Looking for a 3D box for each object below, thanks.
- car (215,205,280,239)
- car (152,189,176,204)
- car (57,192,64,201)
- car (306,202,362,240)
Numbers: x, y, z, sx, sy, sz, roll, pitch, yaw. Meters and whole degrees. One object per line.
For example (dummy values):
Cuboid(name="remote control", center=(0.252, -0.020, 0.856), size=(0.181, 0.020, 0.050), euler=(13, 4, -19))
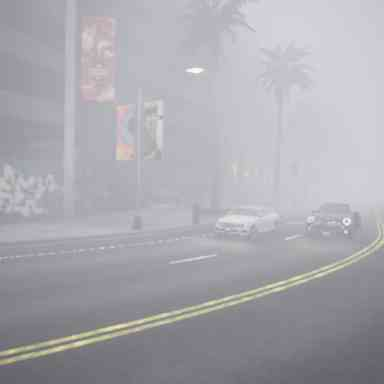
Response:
Cuboid(name="car", center=(2.993, 1.431, 16.920), size=(1.812, 1.442, 4.674), euler=(1, 1, 36))
Cuboid(name="car", center=(-4.389, 0.593, 46.595), size=(2.435, 2.045, 5.566), euler=(1, 1, 28))
Cuboid(name="car", center=(-21.042, 0.717, 54.703), size=(1.895, 1.301, 4.718), euler=(1, 1, 28))
Cuboid(name="car", center=(7.407, 1.321, 17.137), size=(2.097, 1.767, 4.553), euler=(1, 1, 33))
